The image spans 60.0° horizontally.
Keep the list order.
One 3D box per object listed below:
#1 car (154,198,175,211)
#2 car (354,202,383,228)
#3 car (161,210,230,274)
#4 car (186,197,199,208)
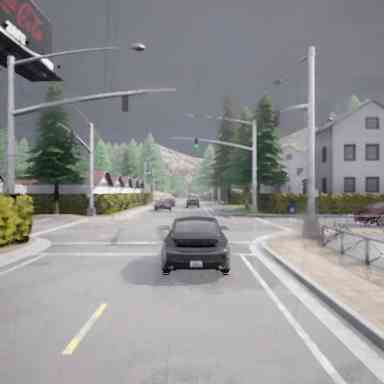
[{"bbox_3d":[-3.492,1.571,41.040,1.994,1.385,4.181,0,0,0],"label":"car"},{"bbox_3d":[12.481,1.289,20.064,5.008,1.535,1.882,0,0,1],"label":"car"},{"bbox_3d":[0.102,1.506,10.514,1.837,1.490,4.892,0,0,0],"label":"car"},{"bbox_3d":[0.110,1.512,49.560,1.837,1.490,4.892,0,0,0],"label":"car"}]
